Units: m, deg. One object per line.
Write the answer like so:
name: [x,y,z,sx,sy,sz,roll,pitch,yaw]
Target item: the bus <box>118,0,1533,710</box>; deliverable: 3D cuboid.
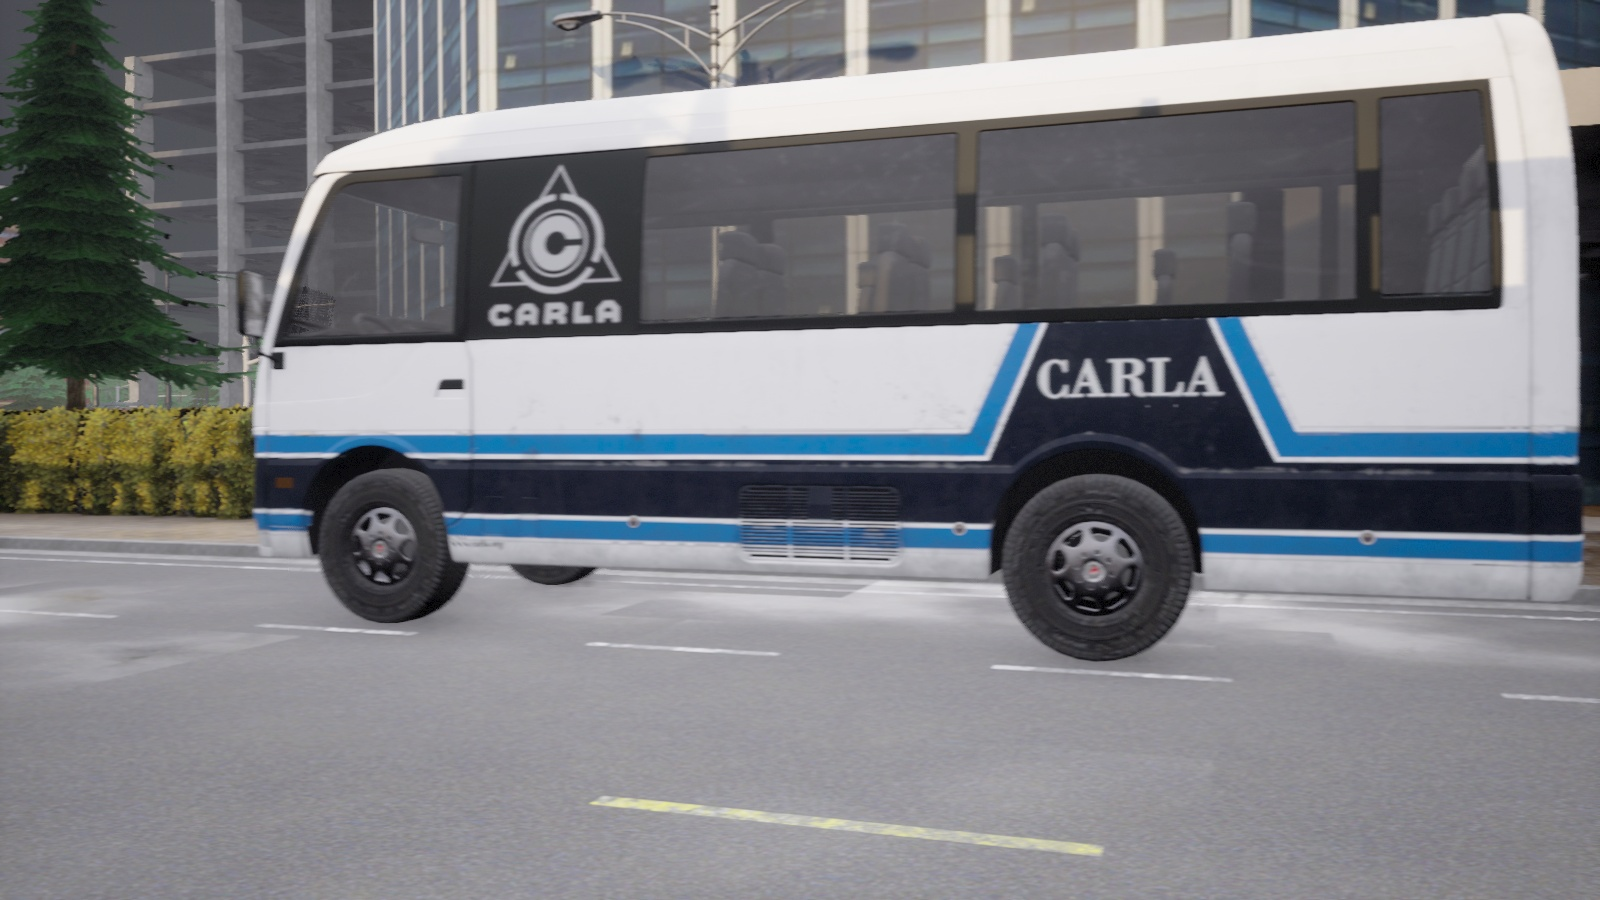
bus: [-0.124,-0.720,10.599,10.273,4.253,3.944,1,1,19]
